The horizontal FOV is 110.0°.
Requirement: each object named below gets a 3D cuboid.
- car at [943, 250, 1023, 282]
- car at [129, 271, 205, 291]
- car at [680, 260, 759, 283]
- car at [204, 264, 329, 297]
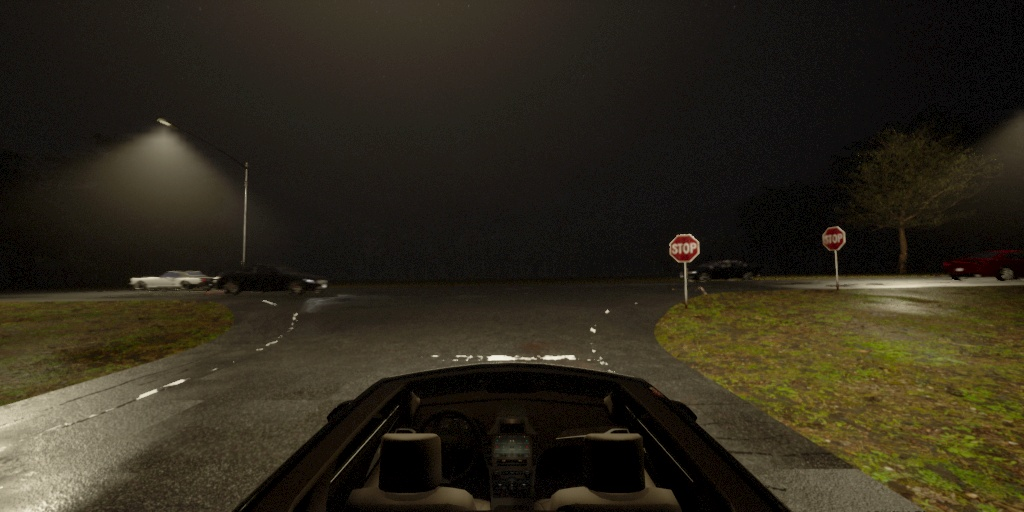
[{"bbox_3d":[24.166,0.460,17.464,5.008,1.535,1.882,-1,-3,-2],"label":"car"},{"bbox_3d":[-22.118,1.641,23.691,4.718,1.301,1.895,-1,-3,0],"label":"car"},{"bbox_3d":[13.900,1.049,24.165,4.902,1.511,2.128,-1,-3,-2],"label":"car"},{"bbox_3d":[-11.069,1.119,16.693,4.674,1.442,1.812,0,-3,0],"label":"car"}]
